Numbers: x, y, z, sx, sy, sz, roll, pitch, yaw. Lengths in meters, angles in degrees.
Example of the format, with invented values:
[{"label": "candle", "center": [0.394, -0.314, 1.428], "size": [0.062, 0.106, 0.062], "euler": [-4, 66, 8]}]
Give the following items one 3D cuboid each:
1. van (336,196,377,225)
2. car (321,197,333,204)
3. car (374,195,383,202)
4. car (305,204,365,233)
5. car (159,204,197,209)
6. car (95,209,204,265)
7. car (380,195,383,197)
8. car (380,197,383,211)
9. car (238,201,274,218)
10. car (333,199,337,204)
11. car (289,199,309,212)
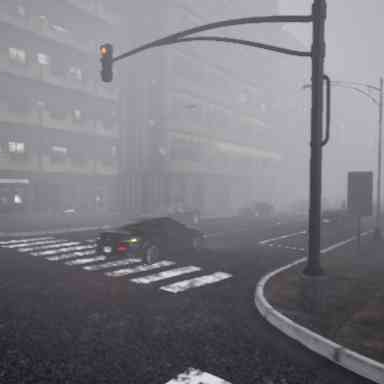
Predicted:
[{"label": "van", "center": [12.295, 1.448, 24.628], "size": [1.690, 1.788, 3.998], "euler": [1, 1, 39]}, {"label": "car", "center": [16.153, 1.394, 42.826], "size": [1.967, 1.590, 4.097], "euler": [1, 1, 39]}, {"label": "car", "center": [43.858, 1.468, 77.352], "size": [1.967, 1.590, 4.097], "euler": [1, 1, 39]}, {"label": "car", "center": [8.829, 1.661, 20.313], "size": [1.947, 1.339, 4.313], "euler": [1, 1, 39]}, {"label": "car", "center": [-1.164, 1.451, 21.247], "size": [2.008, 1.369, 4.403], "euler": [1, 1, 39]}, {"label": "car", "center": [-1.309, 1.534, 11.782], "size": [1.812, 1.442, 4.674], "euler": [0, 0, 31]}, {"label": "car", "center": [40.393, 1.585, 73.037], "size": [1.947, 1.339, 4.313], "euler": [1, 1, 39]}, {"label": "car", "center": [19.220, 1.568, 33.260], "size": [1.967, 1.590, 4.097], "euler": [1, 1, 39]}, {"label": "car", "center": [5.763, 1.467, 29.878], "size": [1.887, 1.381, 4.507], "euler": [1, 1, 39]}, {"label": "car", "center": [23.077, 1.556, 51.459], "size": [1.802, 1.307, 4.206], "euler": [1, 1, 39]}, {"label": "car", "center": [12.688, 1.526, 38.511], "size": [1.802, 1.307, 4.206], "euler": [1, 1, 39]}]
